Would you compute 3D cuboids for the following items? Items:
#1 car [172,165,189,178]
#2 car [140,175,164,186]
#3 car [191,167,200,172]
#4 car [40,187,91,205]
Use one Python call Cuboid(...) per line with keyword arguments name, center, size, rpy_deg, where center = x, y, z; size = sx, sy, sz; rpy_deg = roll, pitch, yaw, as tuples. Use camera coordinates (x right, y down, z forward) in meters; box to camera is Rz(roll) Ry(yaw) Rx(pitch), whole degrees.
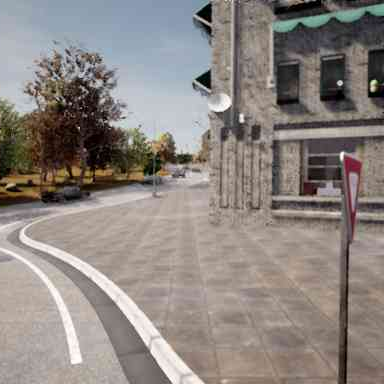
Cuboid(name="car", center=(-2.436, -3.765, 63.085), size=(2.097, 1.767, 4.553), rpy_deg=(1, 6, 7))
Cuboid(name="car", center=(-5.613, -1.679, 47.260), size=(2.033, 1.411, 5.357), rpy_deg=(1, 6, 15))
Cuboid(name="car", center=(1.014, -5.952, 88.465), size=(1.994, 1.385, 4.181), rpy_deg=(1, 6, -6))
Cuboid(name="car", center=(-11.398, 0.277, 30.221), size=(1.895, 1.301, 4.718), rpy_deg=(1, 6, 22))
